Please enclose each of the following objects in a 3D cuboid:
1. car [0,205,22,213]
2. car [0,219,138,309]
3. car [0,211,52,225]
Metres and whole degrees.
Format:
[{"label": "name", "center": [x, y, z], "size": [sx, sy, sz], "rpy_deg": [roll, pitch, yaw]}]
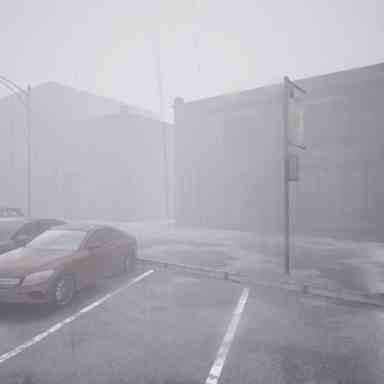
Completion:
[{"label": "car", "center": [-7.756, 1.366, 11.680], "size": [2.185, 1.767, 4.553], "rpy_deg": [1, -1, 16]}, {"label": "car", "center": [-2.888, 1.527, 8.154], "size": [2.002, 1.452, 4.674], "rpy_deg": [1, -1, 16]}, {"label": "car", "center": [-5.337, 1.517, 9.872], "size": [2.163, 1.488, 4.792], "rpy_deg": [1, -1, 16]}]
